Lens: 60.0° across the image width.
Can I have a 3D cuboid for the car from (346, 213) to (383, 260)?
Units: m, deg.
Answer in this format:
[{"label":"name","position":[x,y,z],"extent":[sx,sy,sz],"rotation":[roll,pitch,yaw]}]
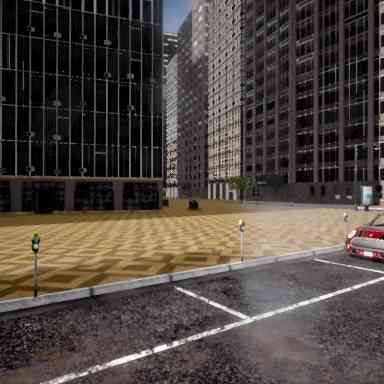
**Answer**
[{"label":"car","position":[7.205,1.437,11.691],"extent":[4.097,1.590,1.967],"rotation":[0,0,-35]}]
